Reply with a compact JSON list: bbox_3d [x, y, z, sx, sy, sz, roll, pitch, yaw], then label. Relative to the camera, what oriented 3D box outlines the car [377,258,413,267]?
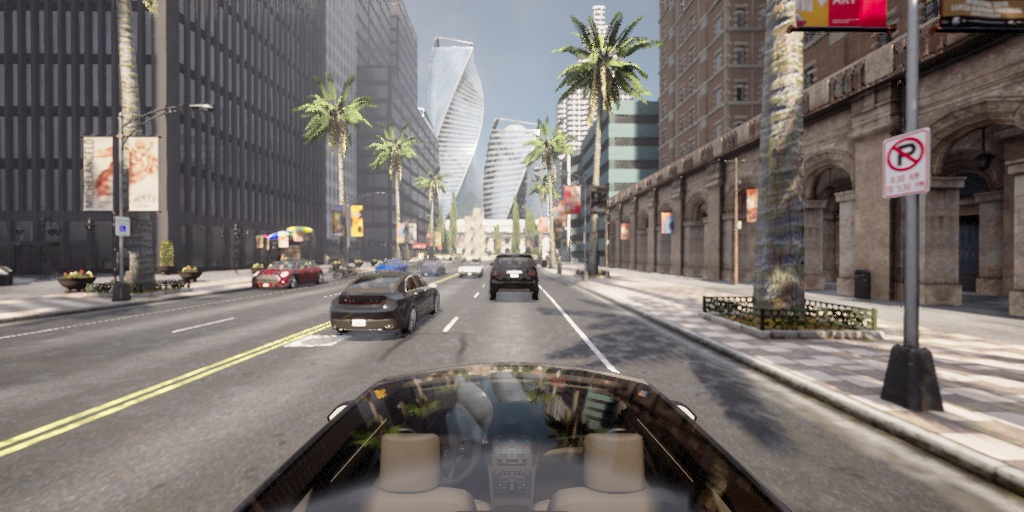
[{"bbox_3d":[-10.767,1.081,32.430,1.882,1.535,5.008,0,0,-1],"label":"car"}]

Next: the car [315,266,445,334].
[{"bbox_3d":[-3.413,1.215,10.432,1.837,1.490,4.892,0,1,0],"label":"car"}]

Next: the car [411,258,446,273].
[{"bbox_3d":[-7.274,1.148,32.893,2.033,1.411,5.357,0,0,-1],"label":"car"}]

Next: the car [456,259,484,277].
[{"bbox_3d":[-3.570,1.204,32.228,1.895,1.301,4.718,0,0,-1],"label":"car"}]

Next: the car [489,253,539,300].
[{"bbox_3d":[0.084,0.895,17.433,2.150,2.045,5.566,0,0,0],"label":"car"}]
